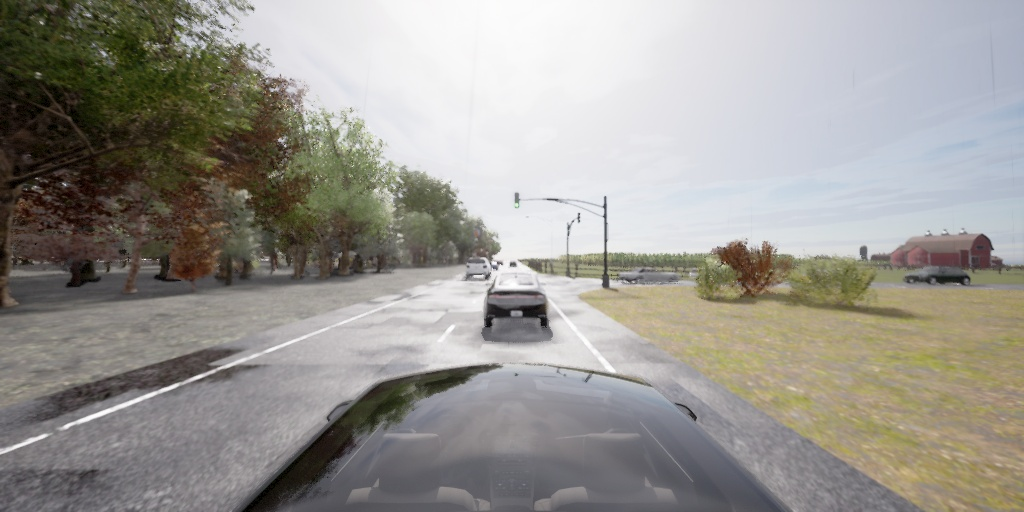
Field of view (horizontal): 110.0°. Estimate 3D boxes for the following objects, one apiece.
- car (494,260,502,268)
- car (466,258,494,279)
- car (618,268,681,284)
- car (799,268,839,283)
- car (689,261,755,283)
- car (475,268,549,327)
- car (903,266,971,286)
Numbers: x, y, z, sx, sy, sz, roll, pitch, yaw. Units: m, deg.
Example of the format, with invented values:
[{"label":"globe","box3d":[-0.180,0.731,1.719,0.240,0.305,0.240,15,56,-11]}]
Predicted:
[{"label":"car","box3d":[-3.226,1.691,61.600,2.033,1.411,5.357,0,0,0]},{"label":"car","box3d":[-3.300,1.201,36.018,2.150,2.045,5.566,0,0,0]},{"label":"car","box3d":[11.546,1.656,30.099,4.718,1.301,1.895,1,-1,-7]},{"label":"car","box3d":[29.433,1.865,33.674,4.674,1.442,1.812,1,-1,0]},{"label":"car","box3d":[19.749,1.455,33.755,5.566,2.045,2.150,1,-1,0]},{"label":"car","box3d":[0.127,1.311,11.825,2.128,1.511,4.902,0,0,0]},{"label":"car","box3d":[39.671,1.804,33.590,4.553,1.767,2.097,1,-1,1]}]
